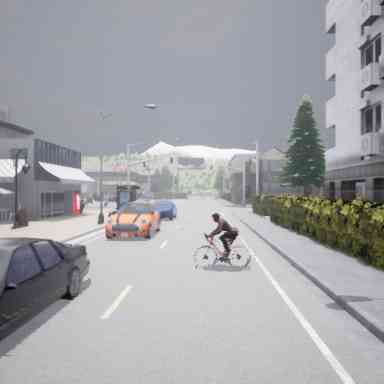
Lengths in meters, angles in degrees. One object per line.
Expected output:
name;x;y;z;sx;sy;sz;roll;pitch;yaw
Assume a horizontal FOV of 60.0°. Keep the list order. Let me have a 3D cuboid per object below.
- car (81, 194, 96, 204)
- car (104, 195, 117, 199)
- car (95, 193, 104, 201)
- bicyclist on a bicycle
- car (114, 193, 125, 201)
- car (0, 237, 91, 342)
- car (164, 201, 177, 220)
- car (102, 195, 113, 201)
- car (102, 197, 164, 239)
car;-19.982;1.410;61.927;1.970;1.475;3.806;0;0;2
car;-16.037;1.475;68.822;2.007;1.523;4.514;0;0;2
car;-22.568;1.272;79.106;1.932;1.855;4.605;0;0;2
bicyclist on a bicycle;0.871;1.439;9.699;1.656;1.620;0.582;-1;0;2
car;-18.966;1.250;86.834;1.905;1.878;3.866;0;0;2
car;-3.423;1.546;5.735;2.033;1.411;5.357;0;0;2
car;-2.368;1.472;27.856;1.882;1.535;5.008;0;0;2
car;-22.264;1.534;87.579;1.970;1.475;3.806;0;0;2
car;-2.919;1.348;17.216;2.097;1.767;4.553;0;0;3
